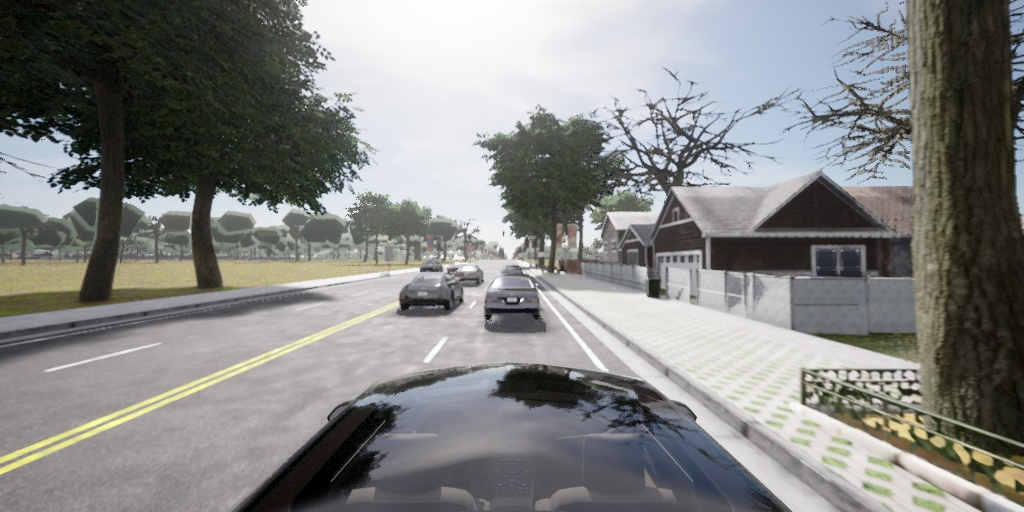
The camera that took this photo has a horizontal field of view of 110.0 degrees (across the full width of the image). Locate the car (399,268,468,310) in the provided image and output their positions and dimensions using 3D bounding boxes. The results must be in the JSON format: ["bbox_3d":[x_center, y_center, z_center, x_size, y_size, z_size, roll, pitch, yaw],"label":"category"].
[{"bbox_3d":[-3.216,1.355,14.992,1.994,1.385,4.181,0,0,0],"label":"car"}]

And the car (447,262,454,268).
[{"bbox_3d":[-6.657,1.456,43.625,1.994,1.385,4.181,0,0,0],"label":"car"}]

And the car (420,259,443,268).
[{"bbox_3d":[-9.903,1.246,44.393,2.097,1.767,4.553,0,0,0],"label":"car"}]

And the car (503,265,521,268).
[{"bbox_3d":[-0.011,1.386,28.008,2.033,1.411,5.357,0,0,0],"label":"car"}]

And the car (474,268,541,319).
[{"bbox_3d":[0.020,1.334,12.997,2.033,1.411,5.357,0,0,0],"label":"car"}]

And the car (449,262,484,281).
[{"bbox_3d":[-3.261,1.385,27.992,2.033,1.411,5.357,0,0,0],"label":"car"}]
